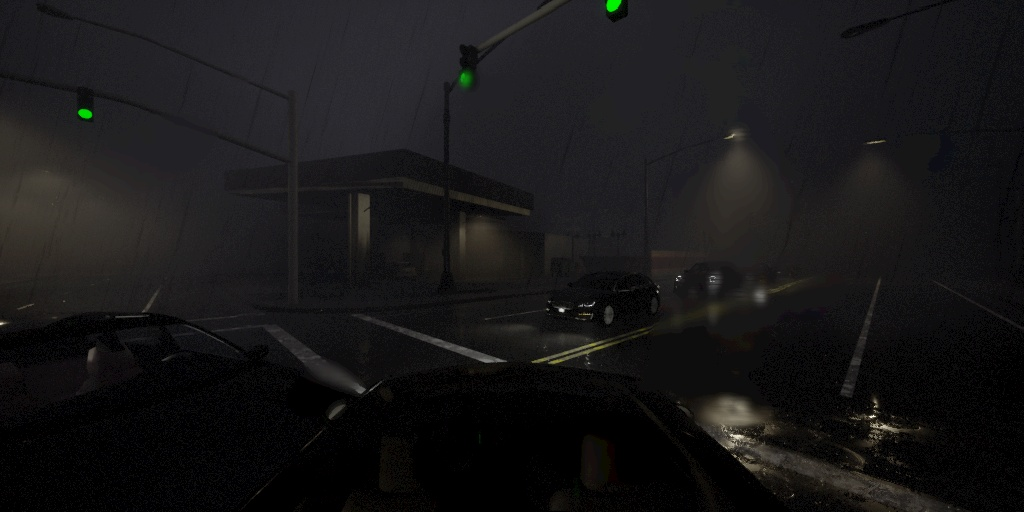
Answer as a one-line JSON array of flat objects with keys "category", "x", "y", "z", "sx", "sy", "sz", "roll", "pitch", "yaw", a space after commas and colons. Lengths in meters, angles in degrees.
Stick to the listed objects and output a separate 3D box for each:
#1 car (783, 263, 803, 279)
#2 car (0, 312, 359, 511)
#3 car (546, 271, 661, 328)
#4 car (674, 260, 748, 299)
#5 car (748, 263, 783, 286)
[{"category": "car", "x": 24.432, "y": 1.313, "z": 32.009, "sx": 4.181, "sy": 1.385, "sz": 1.994, "roll": 0, "pitch": 0, "yaw": -43}, {"category": "car", "x": -3.368, "y": 1.242, "z": 2.739, "sx": 4.902, "sy": 1.511, "sz": 2.128, "roll": 0, "pitch": 0, "yaw": 16}, {"category": "car", "x": 3.115, "y": 1.255, "z": 11.627, "sx": 4.892, "sy": 1.490, "sz": 1.837, "roll": 0, "pitch": 0, "yaw": -44}, {"category": "car", "x": 10.092, "y": 1.101, "z": 18.333, "sx": 4.553, "sy": 1.767, "sz": 2.097, "roll": 0, "pitch": 0, "yaw": -44}, {"category": "car", "x": 17.157, "y": 1.313, "z": 25.102, "sx": 4.181, "sy": 1.385, "sz": 1.994, "roll": 0, "pitch": 0, "yaw": -45}]
